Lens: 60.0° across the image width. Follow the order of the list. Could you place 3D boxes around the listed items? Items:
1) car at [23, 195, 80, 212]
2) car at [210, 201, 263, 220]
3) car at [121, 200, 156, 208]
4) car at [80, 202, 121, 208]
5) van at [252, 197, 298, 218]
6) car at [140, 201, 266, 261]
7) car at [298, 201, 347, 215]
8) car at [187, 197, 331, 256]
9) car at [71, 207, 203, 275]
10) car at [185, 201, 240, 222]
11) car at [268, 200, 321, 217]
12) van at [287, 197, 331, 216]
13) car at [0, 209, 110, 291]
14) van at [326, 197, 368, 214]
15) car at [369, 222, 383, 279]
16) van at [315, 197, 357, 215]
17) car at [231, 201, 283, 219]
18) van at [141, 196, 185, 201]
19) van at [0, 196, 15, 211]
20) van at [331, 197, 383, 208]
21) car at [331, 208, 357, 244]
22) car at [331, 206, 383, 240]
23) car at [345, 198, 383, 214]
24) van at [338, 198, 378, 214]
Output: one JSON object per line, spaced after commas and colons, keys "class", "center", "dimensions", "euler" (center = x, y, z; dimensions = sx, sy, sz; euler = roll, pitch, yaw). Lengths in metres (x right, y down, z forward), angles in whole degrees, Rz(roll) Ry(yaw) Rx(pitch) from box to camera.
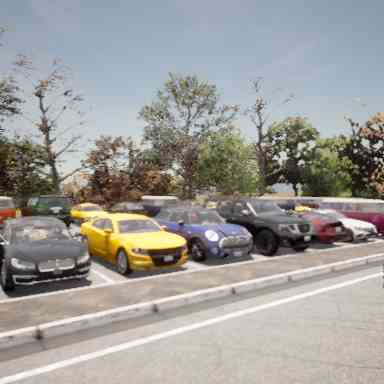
{"class": "car", "center": [-9.483, 1.227, 21.598], "dimensions": [2.435, 2.045, 5.566], "euler": [0, 0, -35]}
{"class": "car", "center": [4.065, 1.666, 31.215], "dimensions": [2.097, 1.535, 5.008], "euler": [1, 0, -35]}
{"class": "car", "center": [-4.958, 1.537, 24.782], "dimensions": [2.231, 1.521, 4.892], "euler": [1, 0, -35]}
{"class": "car", "center": [-7.107, 1.502, 23.030], "dimensions": [1.946, 1.575, 5.366], "euler": [1, 0, -35]}
{"class": "van", "center": [8.507, 1.506, 34.532], "dimensions": [1.878, 1.987, 4.442], "euler": [1, 0, -35]}
{"class": "car", "center": [0.186, 1.380, 12.432], "dimensions": [2.185, 1.767, 4.553], "euler": [1, 0, -35]}
{"class": "car", "center": [15.336, 1.829, 39.262], "dimensions": [2.097, 1.535, 5.008], "euler": [1, 0, -35]}
{"class": "car", "center": [2.479, 1.284, 13.993], "dimensions": [2.435, 2.045, 5.566], "euler": [1, 0, -35]}
{"class": "car", "center": [-2.061, 1.480, 10.799], "dimensions": [2.097, 1.535, 5.008], "euler": [1, 0, -35]}
{"class": "car", "center": [1.707, 1.632, 29.534], "dimensions": [2.097, 1.535, 5.008], "euler": [1, 0, -35]}
{"class": "car", "center": [10.937, 1.761, 35.893], "dimensions": [1.946, 1.575, 5.366], "euler": [1, 0, -36]}
{"class": "van", "center": [13.153, 1.571, 37.557], "dimensions": [1.878, 1.987, 4.442], "euler": [1, 0, -35]}
{"class": "car", "center": [-4.318, 1.464, 9.190], "dimensions": [2.231, 1.521, 4.892], "euler": [0, 0, -35]}
{"class": "van", "center": [19.771, 1.730, 42.560], "dimensions": [1.878, 1.987, 4.442], "euler": [2, -1, -35]}
{"class": "car", "center": [6.765, 1.566, 8.513], "dimensions": [4.892, 1.490, 1.837], "euler": [1, 0, -35]}
{"class": "van", "center": [17.543, 1.649, 40.686], "dimensions": [1.878, 1.987, 4.442], "euler": [1, -1, -35]}
{"class": "car", "center": [6.321, 1.700, 32.822], "dimensions": [2.231, 1.521, 4.892], "euler": [1, 0, -35]}
{"class": "van", "center": [-2.771, 1.343, 26.492], "dimensions": [1.878, 1.987, 4.442], "euler": [1, 0, -35]}
{"class": "van", "center": [-11.891, 1.236, 19.992], "dimensions": [1.878, 1.987, 4.442], "euler": [0, 0, -35]}
{"class": "van", "center": [9.176, 1.408, 18.945], "dimensions": [1.878, 1.987, 4.442], "euler": [1, 0, -35]}
{"class": "car", "center": [4.703, 1.598, 15.650], "dimensions": [2.163, 1.488, 4.792], "euler": [1, 0, -35]}
{"class": "car", "center": [6.979, 1.641, 17.239], "dimensions": [2.002, 1.452, 4.674], "euler": [1, 0, -35]}
{"class": "car", "center": [24.264, 1.855, 45.585], "dimensions": [2.435, 2.045, 5.566], "euler": [2, -1, -35]}
{"class": "van", "center": [21.924, 1.804, 44.095], "dimensions": [1.878, 1.987, 4.442], "euler": [2, -1, -35]}
